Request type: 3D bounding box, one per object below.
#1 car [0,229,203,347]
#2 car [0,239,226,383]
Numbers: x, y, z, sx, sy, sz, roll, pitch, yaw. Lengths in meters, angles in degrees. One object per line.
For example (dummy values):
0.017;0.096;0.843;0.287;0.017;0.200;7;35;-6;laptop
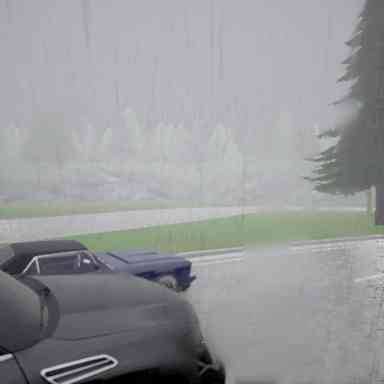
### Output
-2.270;1.571;6.220;4.718;1.301;1.895;0;0;-33;car
-2.365;1.205;1.950;5.566;2.045;2.150;0;0;-36;car
